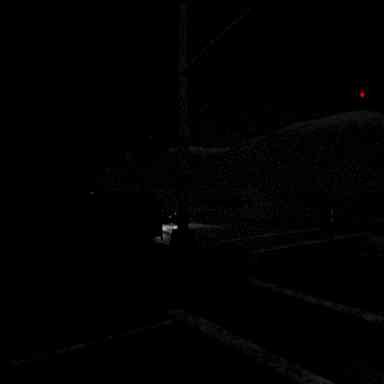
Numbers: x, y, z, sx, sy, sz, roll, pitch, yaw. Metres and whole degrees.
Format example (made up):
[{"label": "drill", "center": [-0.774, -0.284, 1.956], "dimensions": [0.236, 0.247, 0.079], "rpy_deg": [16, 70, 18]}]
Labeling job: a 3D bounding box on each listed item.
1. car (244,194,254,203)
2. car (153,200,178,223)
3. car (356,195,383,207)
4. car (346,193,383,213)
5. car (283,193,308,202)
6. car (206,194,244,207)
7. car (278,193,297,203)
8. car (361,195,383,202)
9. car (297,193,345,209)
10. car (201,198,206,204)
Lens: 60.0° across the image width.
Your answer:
[{"label": "car", "center": [8.261, 1.143, 57.156], "dimensions": [2.152, 1.636, 5.027], "rpy_deg": [0, 0, -36]}, {"label": "car", "center": [-2.781, 1.310, 22.694], "dimensions": [1.837, 1.490, 4.892], "rpy_deg": [0, 0, -36]}, {"label": "car", "center": [26.414, 1.285, 47.952], "dimensions": [2.007, 1.523, 4.514], "rpy_deg": [0, 0, -36]}, {"label": "car", "center": [17.850, 1.068, 32.928], "dimensions": [1.905, 1.878, 3.866], "rpy_deg": [0, 0, -36]}, {"label": "car", "center": [20.742, 1.083, 66.689], "dimensions": [1.932, 1.855, 4.605], "rpy_deg": [0, 0, -36]}, {"label": "car", "center": [4.412, 1.290, 45.275], "dimensions": [2.007, 1.523, 4.514], "rpy_deg": [0, 0, -36]}, {"label": "car", "center": [18.629, 1.063, 64.653], "dimensions": [1.905, 1.878, 3.866], "rpy_deg": [0, 0, -36]}, {"label": "car", "center": [37.815, 1.365, 69.707], "dimensions": [1.970, 1.475, 3.806], "rpy_deg": [0, 0, -36]}, {"label": "car", "center": [15.903, 1.088, 41.230], "dimensions": [1.932, 1.855, 4.605], "rpy_deg": [0, 0, -36]}, {"label": "car", "center": [3.250, 1.223, 53.133], "dimensions": [1.970, 1.475, 3.806], "rpy_deg": [0, 0, -36]}]
